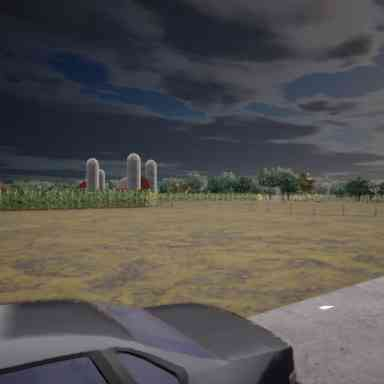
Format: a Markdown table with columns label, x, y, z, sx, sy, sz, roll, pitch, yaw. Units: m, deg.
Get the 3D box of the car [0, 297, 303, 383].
| label | x | y | z | sx | sy | sz | roll | pitch | yaw |
| --- | --- | --- | --- | --- | --- | --- | --- | --- | --- |
| car | -1.564 | 1.547 | 1.955 | 5.357 | 1.411 | 2.033 | 0 | 0 | -35 |
